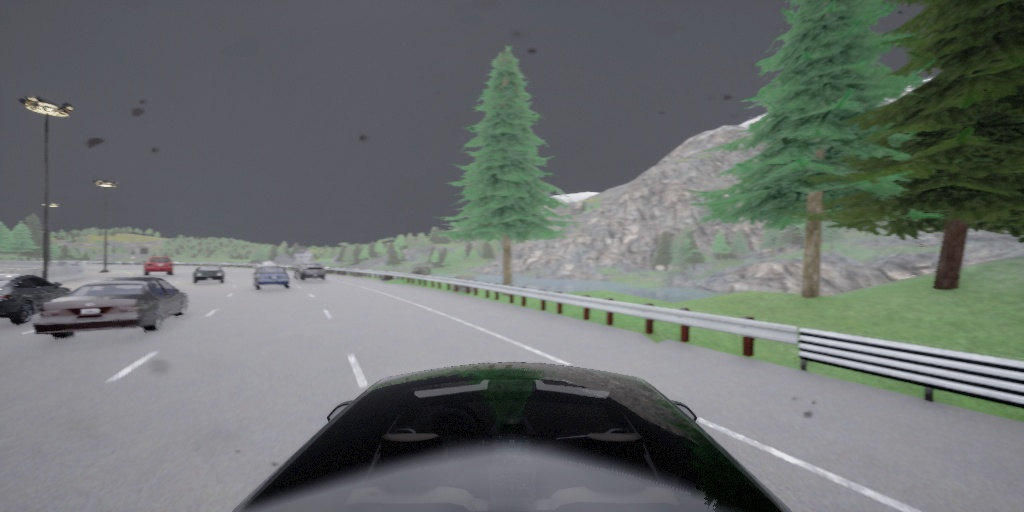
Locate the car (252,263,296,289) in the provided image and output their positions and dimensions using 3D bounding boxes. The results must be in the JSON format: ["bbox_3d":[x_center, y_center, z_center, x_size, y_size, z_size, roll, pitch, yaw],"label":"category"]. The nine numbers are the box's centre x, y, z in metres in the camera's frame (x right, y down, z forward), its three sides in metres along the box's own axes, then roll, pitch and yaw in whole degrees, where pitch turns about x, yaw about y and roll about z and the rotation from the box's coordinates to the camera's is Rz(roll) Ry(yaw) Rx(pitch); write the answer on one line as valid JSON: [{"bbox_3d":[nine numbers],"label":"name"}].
[{"bbox_3d":[-16.340,1.402,24.329,2.033,1.411,5.357,1,-1,-37],"label":"car"}]

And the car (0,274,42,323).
[{"bbox_3d":[-15.824,1.282,11.190,1.812,1.442,4.674,1,-1,-34],"label":"car"}]

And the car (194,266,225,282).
[{"bbox_3d":[-24.547,1.458,29.090,1.895,1.301,4.718,1,-1,-40],"label":"car"}]

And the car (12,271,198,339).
[{"bbox_3d":[-10.998,1.318,10.313,2.033,1.411,5.357,1,-1,-33],"label":"car"}]

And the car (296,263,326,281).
[{"bbox_3d":[-18.007,1.398,31.909,2.128,1.511,4.902,1,-1,-40],"label":"car"}]

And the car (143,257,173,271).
[{"bbox_3d":[-39.469,1.102,40.056,5.566,2.045,2.150,0,-1,43],"label":"car"}]
